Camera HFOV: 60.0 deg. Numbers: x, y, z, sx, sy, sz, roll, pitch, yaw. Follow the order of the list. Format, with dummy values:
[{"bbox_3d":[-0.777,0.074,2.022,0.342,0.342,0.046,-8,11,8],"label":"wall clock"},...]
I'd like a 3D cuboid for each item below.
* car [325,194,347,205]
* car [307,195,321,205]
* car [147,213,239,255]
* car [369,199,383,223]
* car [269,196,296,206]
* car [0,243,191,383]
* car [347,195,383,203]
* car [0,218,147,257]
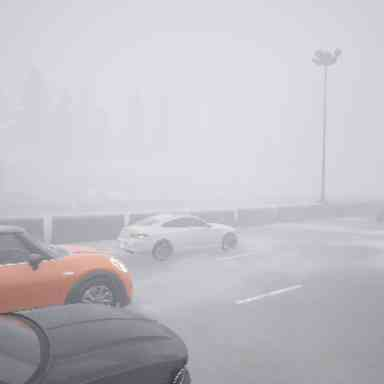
[{"bbox_3d":[20.356,1.117,44.406,4.892,1.490,1.837,-1,1,-36],"label":"car"},{"bbox_3d":[18.318,1.104,47.250,4.902,1.511,2.128,-1,0,-36],"label":"car"},{"bbox_3d":[-0.398,1.499,12.077,4.674,1.442,1.812,0,0,-36],"label":"car"},{"bbox_3d":[14.230,1.345,22.573,4.674,1.442,1.812,-1,0,-36],"label":"car"},{"bbox_3d":[12.983,1.224,47.736,4.181,1.385,1.994,-1,0,-36],"label":"car"},{"bbox_3d":[-2.288,1.480,2.112,5.008,1.535,1.882,0,0,-36],"label":"car"},{"bbox_3d":[21.791,1.099,41.128,5.008,1.535,1.882,-1,1,-36],"label":"car"},{"bbox_3d":[-3.340,1.350,5.663,4.553,1.767,2.097,0,0,-36],"label":"car"}]
